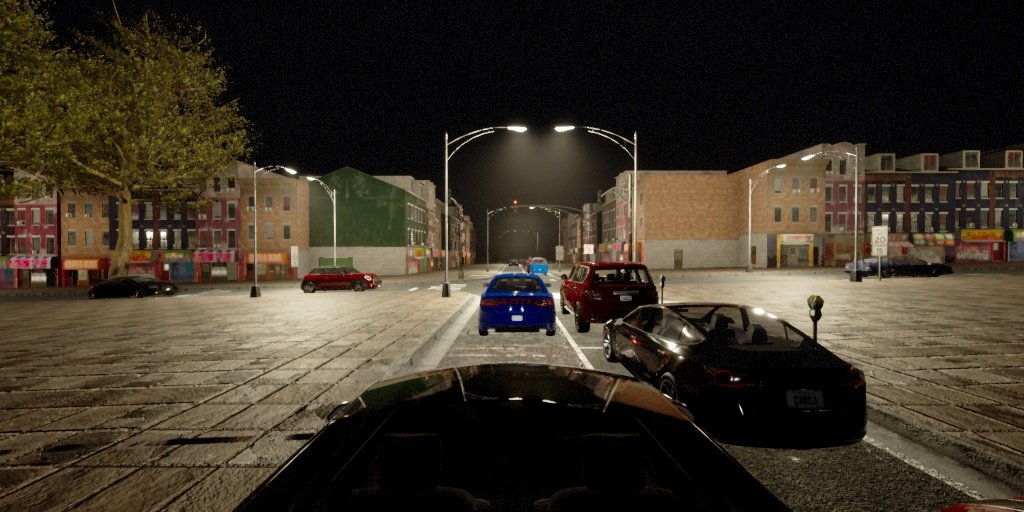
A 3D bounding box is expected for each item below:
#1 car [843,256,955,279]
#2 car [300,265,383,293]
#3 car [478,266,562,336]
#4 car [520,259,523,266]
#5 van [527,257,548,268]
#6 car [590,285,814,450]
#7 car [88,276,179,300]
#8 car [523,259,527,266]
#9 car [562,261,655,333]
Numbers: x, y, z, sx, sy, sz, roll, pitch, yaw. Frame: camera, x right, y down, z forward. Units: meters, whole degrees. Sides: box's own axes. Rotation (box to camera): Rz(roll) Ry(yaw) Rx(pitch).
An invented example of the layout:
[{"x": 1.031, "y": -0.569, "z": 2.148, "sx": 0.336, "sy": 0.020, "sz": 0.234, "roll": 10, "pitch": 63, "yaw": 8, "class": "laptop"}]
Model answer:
[{"x": 23.972, "y": 0.692, "z": 22.381, "sx": 5.357, "sy": 1.411, "sz": 2.033, "roll": -1, "pitch": 1, "yaw": 0, "class": "car"}, {"x": -10.576, "y": 1.369, "z": 22.472, "sx": 4.553, "sy": 1.767, "sz": 2.097, "roll": -2, "pitch": 1, "yaw": 0, "class": "car"}, {"x": 0.144, "y": 1.227, "z": 10.419, "sx": 1.882, "sy": 1.535, "sz": 5.008, "roll": 0, "pitch": 0, "yaw": 1, "class": "car"}, {"x": 2.856, "y": 1.356, "z": 64.087, "sx": 2.007, "sy": 1.370, "sz": 4.403, "roll": 0, "pitch": 0, "yaw": 0, "class": "car"}, {"x": 2.760, "y": 1.104, "z": 37.056, "sx": 1.690, "sy": 1.789, "sz": 3.998, "roll": 0, "pitch": 0, "yaw": 0, "class": "van"}, {"x": 2.646, "y": 1.315, "z": 5.293, "sx": 1.948, "sy": 1.339, "sz": 4.313, "roll": 0, "pitch": 0, "yaw": 0, "class": "car"}, {"x": -23.633, "y": 1.965, "z": 22.500, "sx": 4.181, "sy": 1.385, "sz": 1.994, "roll": -2, "pitch": 1, "yaw": -1, "class": "car"}, {"x": 2.779, "y": 1.084, "z": 42.462, "sx": 2.192, "sy": 1.841, "sz": 5.009, "roll": 0, "pitch": 0, "yaw": 0, "class": "car"}, {"x": 2.666, "y": 1.064, "z": 10.695, "sx": 2.192, "sy": 1.841, "sz": 5.009, "roll": 0, "pitch": 0, "yaw": 0, "class": "car"}]
